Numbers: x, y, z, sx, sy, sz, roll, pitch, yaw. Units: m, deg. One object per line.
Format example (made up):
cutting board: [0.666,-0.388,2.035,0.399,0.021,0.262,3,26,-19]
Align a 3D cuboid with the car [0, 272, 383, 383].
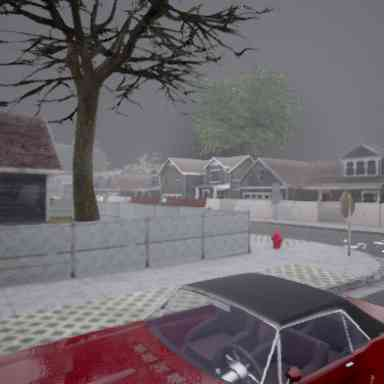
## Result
car: [0.379,1.622,3.218,4.718,1.301,1.895,1,0,-36]
